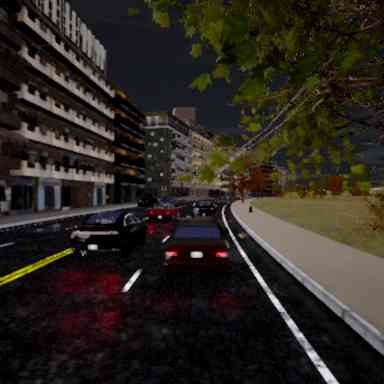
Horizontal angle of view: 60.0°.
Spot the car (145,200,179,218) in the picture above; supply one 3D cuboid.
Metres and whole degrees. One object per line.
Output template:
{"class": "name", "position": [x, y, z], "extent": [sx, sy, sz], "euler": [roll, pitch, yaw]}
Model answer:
{"class": "car", "position": [-2.206, 1.578, 26.978], "extent": [1.895, 1.301, 4.718], "euler": [0, 0, 5]}

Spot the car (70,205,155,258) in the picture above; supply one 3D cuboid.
{"class": "car", "position": [-2.941, 1.478, 12.648], "extent": [2.128, 1.511, 4.902], "euler": [0, 0, 3]}

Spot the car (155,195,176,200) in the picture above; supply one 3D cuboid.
{"class": "car", "position": [-3.521, 1.352, 48.993], "extent": [2.097, 1.767, 4.553], "euler": [0, 0, 7]}

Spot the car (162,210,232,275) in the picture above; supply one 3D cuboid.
{"class": "car", "position": [0.208, 1.536, 10.416], "extent": [2.033, 1.411, 5.357], "euler": [0, 0, 2]}

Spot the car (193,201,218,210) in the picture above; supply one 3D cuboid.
{"class": "car", "position": [1.088, 1.469, 27.379], "extent": [2.128, 1.511, 4.902], "euler": [0, 0, 5]}

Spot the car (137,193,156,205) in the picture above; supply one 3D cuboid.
{"class": "car", "position": [-6.656, 1.219, 50.389], "extent": [2.150, 2.045, 5.566], "euler": [0, 1, 6]}
